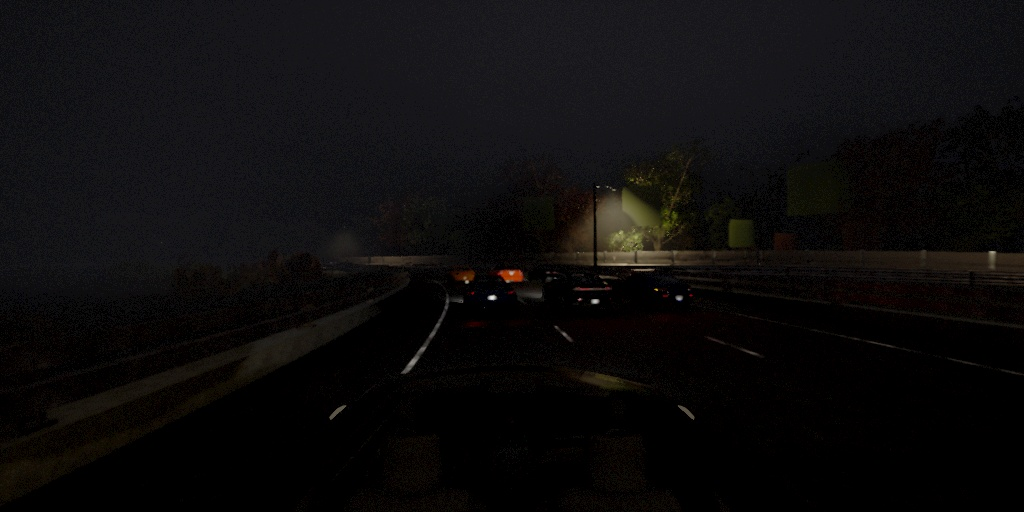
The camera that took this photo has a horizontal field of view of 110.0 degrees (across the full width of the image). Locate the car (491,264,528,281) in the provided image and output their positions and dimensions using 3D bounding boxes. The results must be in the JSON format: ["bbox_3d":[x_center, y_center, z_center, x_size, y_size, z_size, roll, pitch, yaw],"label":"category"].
[{"bbox_3d":[-0.614,1.433,30.072,2.097,1.767,4.553,0,-1,-16],"label":"car"}]

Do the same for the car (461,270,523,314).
[{"bbox_3d":[-0.976,1.470,14.675,1.994,1.385,4.181,0,-1,-8],"label":"car"}]

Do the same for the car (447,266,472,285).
[{"bbox_3d":[-4.379,1.580,30.464,1.882,1.535,5.008,0,0,-17],"label":"car"}]

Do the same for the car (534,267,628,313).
[{"bbox_3d":[2.550,1.382,14.737,2.128,1.511,4.902,0,-1,-8],"label":"car"}]

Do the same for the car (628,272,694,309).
[{"bbox_3d":[5.945,1.412,15.708,1.812,1.442,4.674,0,0,-8],"label":"car"}]

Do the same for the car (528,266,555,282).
[{"bbox_3d":[2.787,1.570,30.958,2.128,1.511,4.902,0,-1,-16],"label":"car"}]
